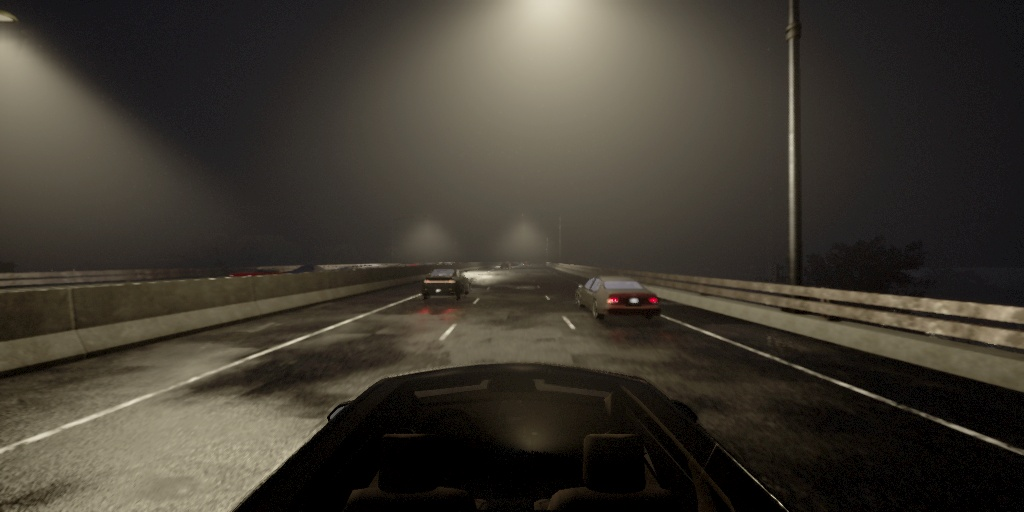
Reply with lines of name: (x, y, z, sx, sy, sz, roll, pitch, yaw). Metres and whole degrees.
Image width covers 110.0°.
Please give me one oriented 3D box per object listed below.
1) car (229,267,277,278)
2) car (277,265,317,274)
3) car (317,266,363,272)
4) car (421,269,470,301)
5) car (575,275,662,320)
car: (-20.861, 1.594, 29.709, 1.895, 1.301, 4.718, 0, -1, 1)
car: (-17.345, 1.532, 30.525, 1.812, 1.442, 4.674, 0, -1, 1)
car: (-13.851, 1.557, 30.416, 2.033, 1.411, 5.357, 0, -1, 1)
car: (-3.313, 1.394, 18.632, 2.128, 1.511, 4.902, 0, -1, 1)
car: (3.640, 1.405, 13.186, 2.033, 1.411, 5.357, 0, -1, 0)
